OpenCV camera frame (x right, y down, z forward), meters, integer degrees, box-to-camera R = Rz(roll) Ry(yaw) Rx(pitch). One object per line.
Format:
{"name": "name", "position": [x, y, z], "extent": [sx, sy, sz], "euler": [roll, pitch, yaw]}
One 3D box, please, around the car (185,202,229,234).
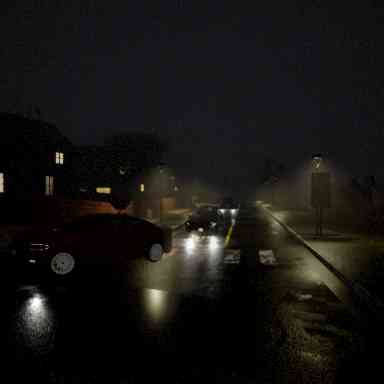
{"name": "car", "position": [0.875, 1.537, 19.560], "extent": [2.033, 1.411, 5.357], "euler": [0, 0, 9]}

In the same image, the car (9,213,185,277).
{"name": "car", "position": [-2.767, 1.389, 10.171], "extent": [1.882, 1.535, 5.008], "euler": [3, -1, 42]}

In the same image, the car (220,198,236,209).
{"name": "car", "position": [4.791, 1.489, 44.409], "extent": [1.812, 1.442, 4.674], "euler": [0, 0, 9]}
